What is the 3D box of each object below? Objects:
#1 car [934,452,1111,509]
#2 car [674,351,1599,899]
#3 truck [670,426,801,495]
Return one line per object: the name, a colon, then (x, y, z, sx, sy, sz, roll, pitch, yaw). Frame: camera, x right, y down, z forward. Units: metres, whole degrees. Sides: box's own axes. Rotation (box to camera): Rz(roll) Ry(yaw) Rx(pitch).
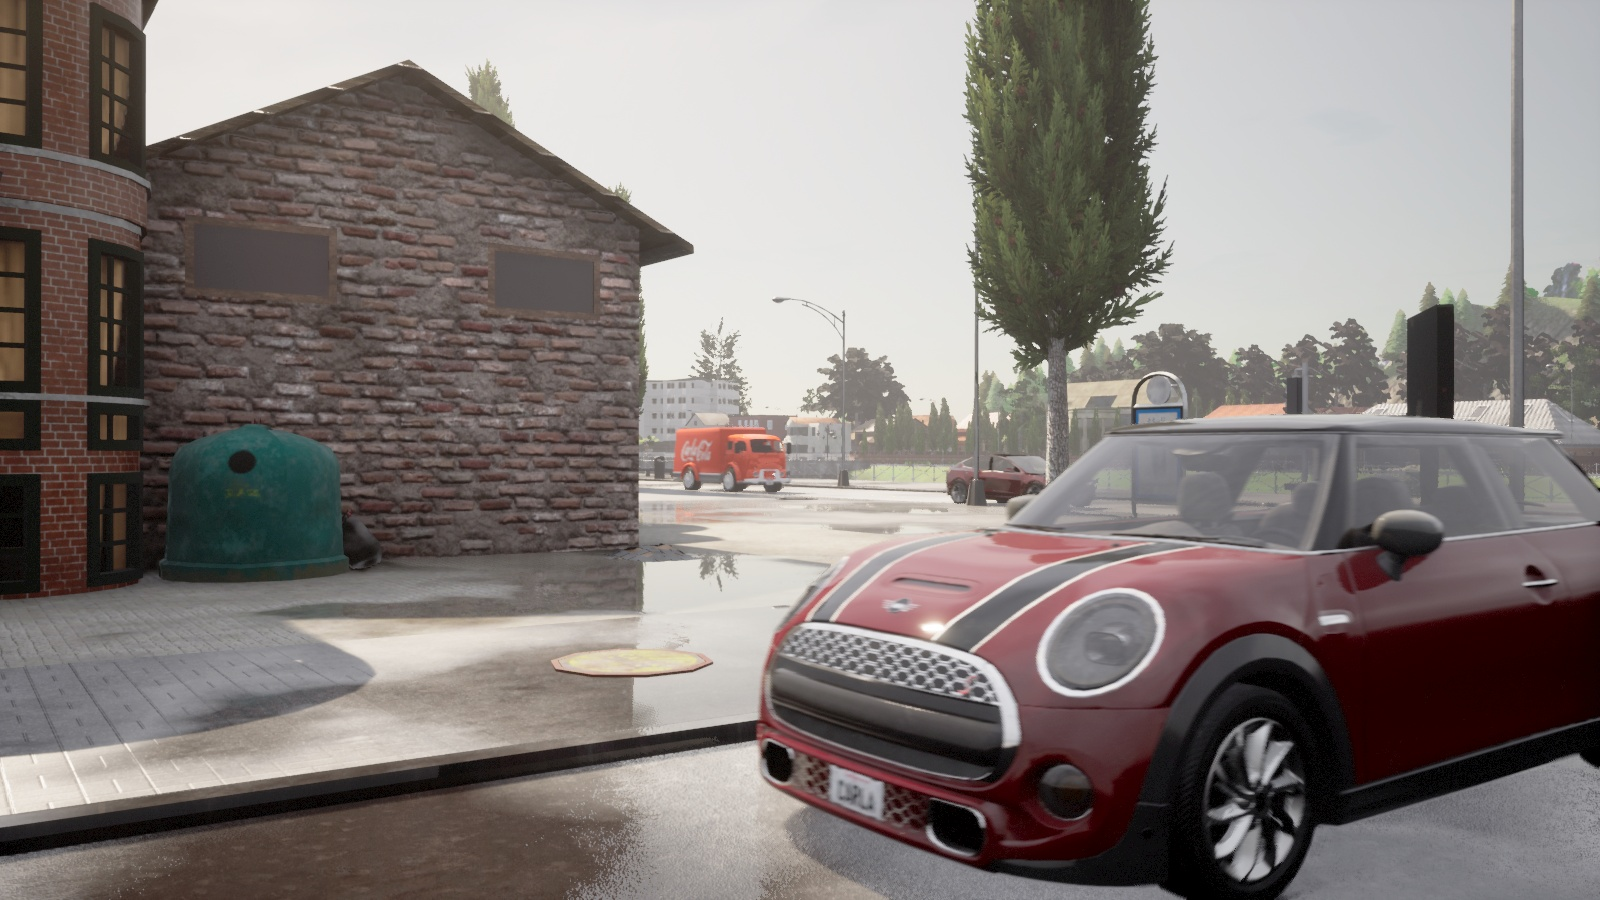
car: (6.196, 0.818, 35.481, 2.163, 1.488, 4.792, 0, 0, -35)
car: (1.951, 0.613, 5.623, 4.553, 1.767, 2.097, 0, 0, -35)
truck: (-2.545, 0.381, 48.021, 2.627, 2.467, 5.204, 0, 0, -35)
